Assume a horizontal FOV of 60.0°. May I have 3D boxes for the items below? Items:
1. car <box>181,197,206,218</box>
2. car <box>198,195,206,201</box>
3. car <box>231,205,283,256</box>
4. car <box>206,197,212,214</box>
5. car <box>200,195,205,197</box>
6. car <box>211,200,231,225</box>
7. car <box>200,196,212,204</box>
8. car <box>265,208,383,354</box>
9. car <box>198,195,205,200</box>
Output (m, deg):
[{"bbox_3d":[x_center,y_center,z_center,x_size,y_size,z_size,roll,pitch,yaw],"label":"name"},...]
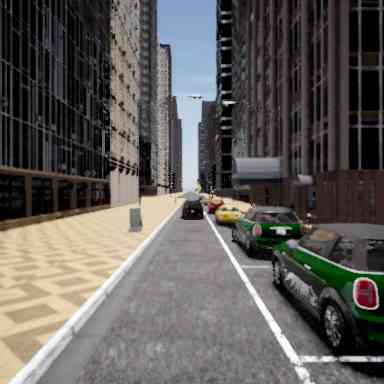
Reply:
[{"bbox_3d":[0.056,1.472,29.777,1.882,1.535,5.008,0,0,0],"label":"car"},{"bbox_3d":[2.534,1.509,84.791,1.887,1.381,4.507,0,0,0],"label":"car"},{"bbox_3d":[2.983,1.350,13.279,2.097,1.767,4.553,0,0,0],"label":"car"},{"bbox_3d":[2.552,1.537,34.829,1.887,1.381,4.507,0,0,0],"label":"car"},{"bbox_3d":[2.544,1.508,57.205,1.752,1.417,4.829,0,0,0],"label":"car"},{"bbox_3d":[2.556,1.521,23.897,1.752,1.417,4.829,0,0,0],"label":"car"},{"bbox_3d":[2.542,1.531,62.586,2.008,1.369,4.403,0,0,0],"label":"car"},{"bbox_3d":[2.986,1.352,6.279,2.097,1.767,4.553,0,0,0],"label":"car"},{"bbox_3d":[2.532,1.484,90.513,1.752,1.417,4.829,0,0,0],"label":"car"}]
